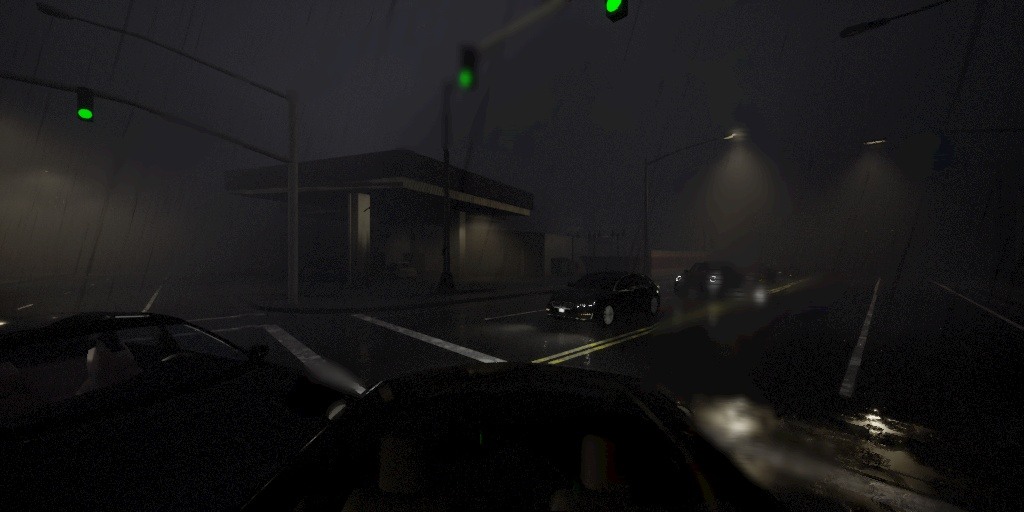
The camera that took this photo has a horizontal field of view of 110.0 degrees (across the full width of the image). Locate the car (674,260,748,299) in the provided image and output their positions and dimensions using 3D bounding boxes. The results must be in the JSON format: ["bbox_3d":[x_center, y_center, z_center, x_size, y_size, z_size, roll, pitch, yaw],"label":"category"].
[{"bbox_3d":[10.092,1.102,18.333,4.553,1.767,2.097,0,0,-44],"label":"car"}]

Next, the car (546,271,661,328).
[{"bbox_3d":[3.115,1.255,11.627,4.892,1.490,1.837,0,0,-44],"label":"car"}]

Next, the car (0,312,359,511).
[{"bbox_3d":[-3.368,1.242,2.739,4.902,1.511,2.128,0,0,16],"label":"car"}]

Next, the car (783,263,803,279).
[{"bbox_3d":[24.432,1.314,32.009,4.181,1.385,1.994,0,0,-43],"label":"car"}]

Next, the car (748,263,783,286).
[{"bbox_3d":[17.157,1.314,25.102,4.181,1.385,1.994,0,0,-45],"label":"car"}]
